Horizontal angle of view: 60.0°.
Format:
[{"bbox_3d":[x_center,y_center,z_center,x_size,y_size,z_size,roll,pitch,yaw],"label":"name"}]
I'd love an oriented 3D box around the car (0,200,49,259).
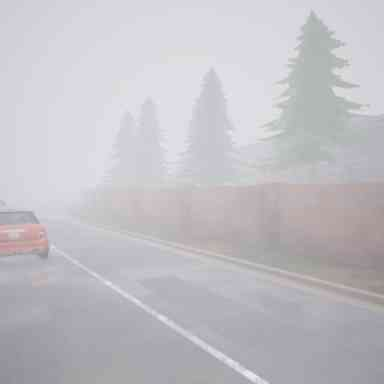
[{"bbox_3d":[-6.592,1.334,11.908,2.097,1.767,4.553,0,0,-34],"label":"car"}]
